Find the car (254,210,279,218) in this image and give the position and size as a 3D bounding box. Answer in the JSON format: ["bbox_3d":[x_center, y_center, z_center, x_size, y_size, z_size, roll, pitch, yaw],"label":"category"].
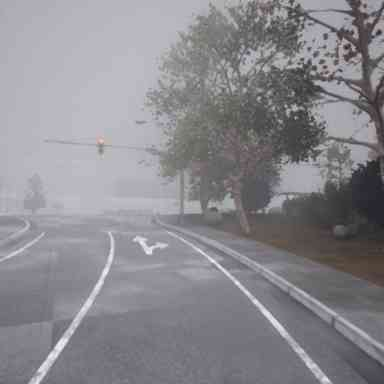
[{"bbox_3d":[16.300,4.945,73.177,2.231,1.521,4.892,4,-9,-41],"label":"car"}]

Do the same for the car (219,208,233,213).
[{"bbox_3d":[5.317,4.630,68.700,1.946,1.575,5.366,5,-9,-41],"label":"car"}]

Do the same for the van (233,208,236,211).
[{"bbox_3d":[8.044,4.488,69.862,1.878,1.987,4.442,5,-9,-41],"label":"van"}]

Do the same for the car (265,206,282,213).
[{"bbox_3d":[14.833,3.064,54.546,4.674,1.442,1.812,2,-6,-21],"label":"car"}]
